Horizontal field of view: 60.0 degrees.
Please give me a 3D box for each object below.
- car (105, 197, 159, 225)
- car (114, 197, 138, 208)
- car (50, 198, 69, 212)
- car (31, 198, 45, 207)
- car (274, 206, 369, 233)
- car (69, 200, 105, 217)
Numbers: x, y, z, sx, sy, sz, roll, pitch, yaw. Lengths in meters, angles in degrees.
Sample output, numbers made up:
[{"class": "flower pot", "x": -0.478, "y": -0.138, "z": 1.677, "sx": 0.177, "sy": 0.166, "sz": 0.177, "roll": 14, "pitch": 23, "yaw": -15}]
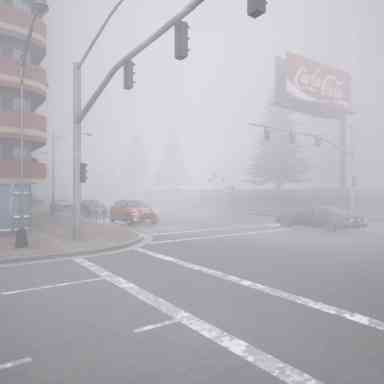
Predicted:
[{"class": "car", "x": -4.234, "y": 1.352, "z": 23.949, "sx": 2.097, "sy": 1.767, "sz": 4.553, "roll": 0, "pitch": 0, "yaw": -36}, {"class": "car", "x": -9.990, "y": 1.526, "z": 50.152, "sx": 1.812, "sy": 1.442, "sz": 4.674, "roll": 0, "pitch": 0, "yaw": -36}, {"class": "car", "x": -15.451, "y": 1.478, "z": 39.466, "sx": 1.882, "sy": 1.535, "sz": 5.008, "roll": 0, "pitch": 0, "yaw": -36}, {"class": "car", "x": -24.481, "y": 1.514, "z": 52.095, "sx": 1.895, "sy": 1.301, "sz": 4.718, "roll": 0, "pitch": 0, "yaw": -36}, {"class": "car", "x": 7.548, "y": 1.547, "z": 19.950, "sx": 2.033, "sy": 1.411, "sz": 5.357, "roll": 0, "pitch": 0, "yaw": -36}, {"class": "car", "x": -9.567, "y": 1.491, "z": 31.318, "sx": 2.128, "sy": 1.511, "sz": 4.902, "roll": 0, "pitch": 0, "yaw": -36}]
